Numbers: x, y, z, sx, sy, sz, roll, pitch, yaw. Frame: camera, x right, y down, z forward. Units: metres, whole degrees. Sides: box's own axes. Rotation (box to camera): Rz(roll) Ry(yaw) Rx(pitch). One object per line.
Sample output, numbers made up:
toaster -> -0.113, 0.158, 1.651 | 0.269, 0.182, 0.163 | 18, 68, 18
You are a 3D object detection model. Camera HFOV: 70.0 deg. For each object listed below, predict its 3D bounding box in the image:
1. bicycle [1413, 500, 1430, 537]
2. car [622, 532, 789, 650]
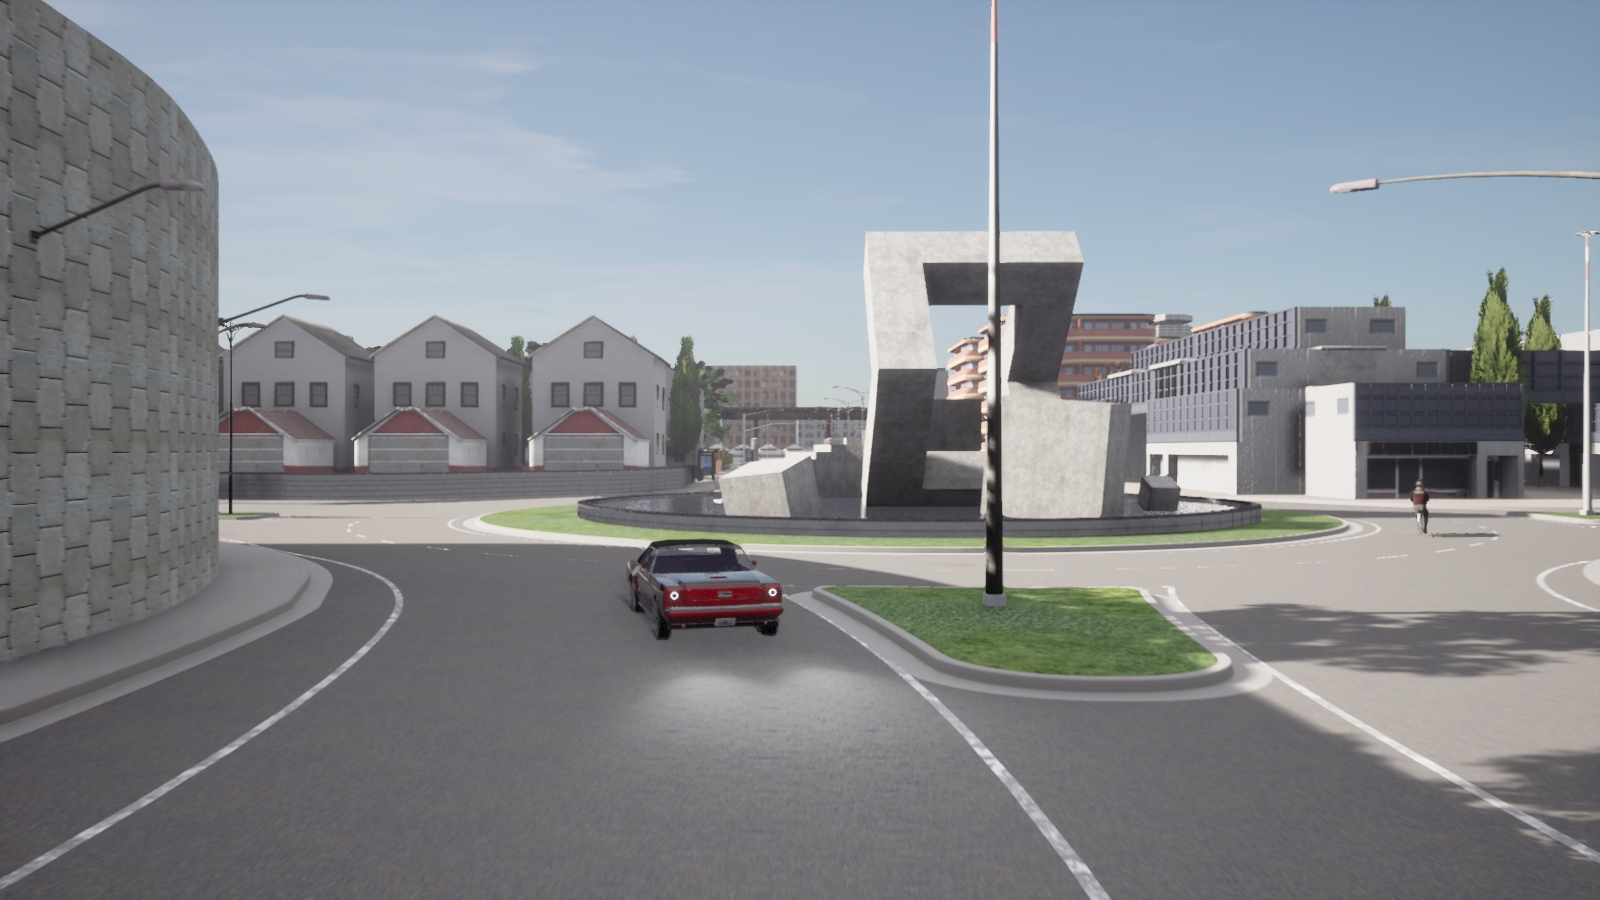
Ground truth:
bicycle -> 20.453, 2.232, 37.586 | 0.329, 1.126, 1.835 | -1, 0, 33
car -> -1.684, 2.155, 18.569 | 1.895, 1.301, 4.718 | 0, 0, -15
